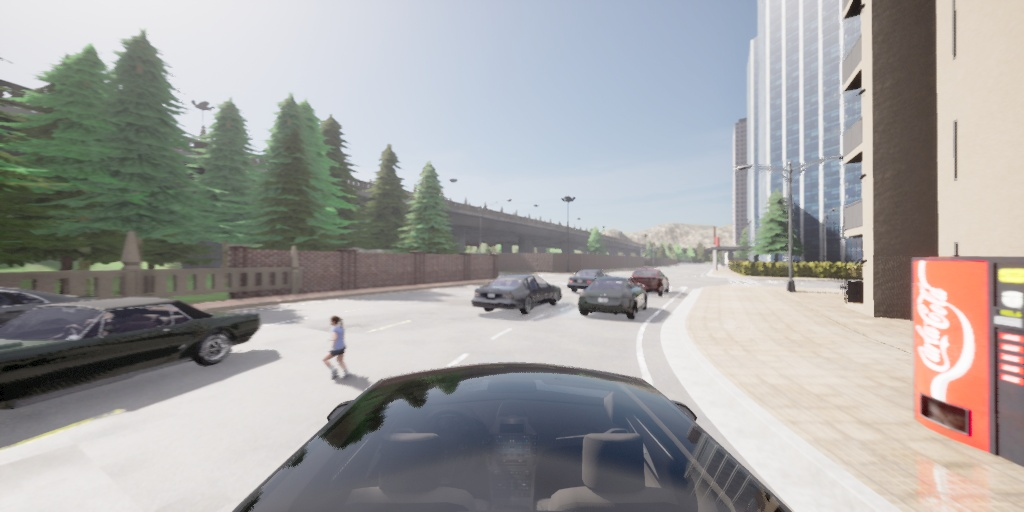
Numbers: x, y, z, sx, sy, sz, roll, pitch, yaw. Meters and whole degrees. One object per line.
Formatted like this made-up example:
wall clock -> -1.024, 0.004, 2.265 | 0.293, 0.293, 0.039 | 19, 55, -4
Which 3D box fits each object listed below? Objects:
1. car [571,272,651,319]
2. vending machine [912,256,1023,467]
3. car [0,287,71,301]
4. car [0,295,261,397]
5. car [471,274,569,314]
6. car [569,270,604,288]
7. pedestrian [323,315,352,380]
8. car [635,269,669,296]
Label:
car -> 3.995, 1.486, 13.914 | 1.994, 1.385, 4.181 | 0, -1, 27
vending machine -> 4.990, 0.996, 3.586 | 1.100, 2.100, 0.880 | 0, 0, 9
car -> -9.944, 1.236, 5.665 | 2.128, 1.511, 4.902 | 0, -1, 9
car -> -6.597, 1.361, 5.478 | 1.895, 1.301, 4.718 | 0, -1, 10
car -> 0.416, 1.460, 14.750 | 2.033, 1.411, 5.357 | 0, -1, 27
car -> 5.279, 1.595, 23.593 | 2.033, 1.411, 5.357 | 0, -1, 30
pedestrian -> -2.853, 1.460, 5.895 | 0.500, 1.100, 0.500 | 0, -1, 11
car -> 8.377, 1.522, 21.926 | 1.882, 1.535, 5.008 | 0, -1, 29
